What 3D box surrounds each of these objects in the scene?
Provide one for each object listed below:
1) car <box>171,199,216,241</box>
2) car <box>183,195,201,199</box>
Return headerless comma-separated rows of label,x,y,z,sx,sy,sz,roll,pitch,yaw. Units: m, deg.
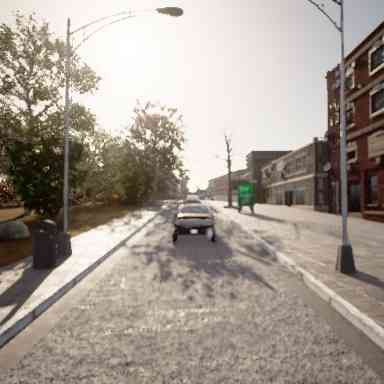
car,0.075,1.288,15.447,2.128,1.511,4.902,0,1,0
car,0.030,1.062,33.468,1.812,1.442,4.674,0,1,0
